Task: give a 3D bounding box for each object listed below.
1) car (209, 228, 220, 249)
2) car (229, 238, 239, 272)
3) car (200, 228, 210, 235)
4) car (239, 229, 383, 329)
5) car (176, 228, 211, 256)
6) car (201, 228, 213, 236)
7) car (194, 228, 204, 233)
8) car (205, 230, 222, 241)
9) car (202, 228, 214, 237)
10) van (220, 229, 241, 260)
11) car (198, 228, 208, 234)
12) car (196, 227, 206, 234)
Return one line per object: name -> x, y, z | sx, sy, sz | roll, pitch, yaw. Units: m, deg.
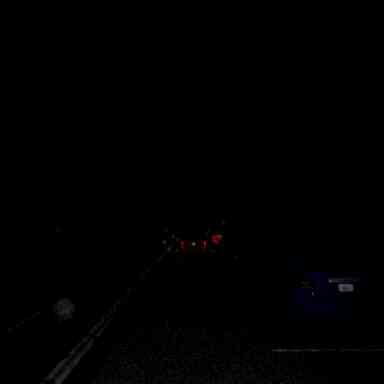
car -> 3.022, 4.918, 36.560 | 2.185, 1.767, 4.553 | 0, -6, 0
car -> 3.006, 3.003, 14.586 | 2.002, 1.452, 4.674 | 0, -5, 0
car -> 2.931, 8.879, 75.056 | 2.002, 1.452, 4.674 | 0, -6, -1
car -> 3.001, 2.209, 9.148 | 2.435, 2.045, 5.566 | 0, -5, 0
car -> 0.116, 3.841, 25.247 | 2.097, 1.767, 4.553 | 0, -5, 0
car -> 3.039, 8.270, 69.542 | 2.231, 1.521, 4.892 | 0, -6, 0
car -> 1.868, 10.609, 91.731 | 2.163, 1.488, 4.792 | 0, -6, -5
car -> 3.031, 6.164, 47.689 | 2.002, 1.452, 4.674 | 0, -6, 0
car -> 3.044, 7.721, 64.050 | 2.231, 1.521, 4.892 | 0, -6, 0
van -> 3.010, 3.263, 20.229 | 1.878, 1.987, 4.442 | 0, -5, 0
car -> 2.704, 9.414, 80.574 | 2.097, 1.535, 5.008 | 0, -6, -2
car -> 2.359, 9.862, 86.070 | 2.185, 1.767, 4.553 | 0, -6, -4
